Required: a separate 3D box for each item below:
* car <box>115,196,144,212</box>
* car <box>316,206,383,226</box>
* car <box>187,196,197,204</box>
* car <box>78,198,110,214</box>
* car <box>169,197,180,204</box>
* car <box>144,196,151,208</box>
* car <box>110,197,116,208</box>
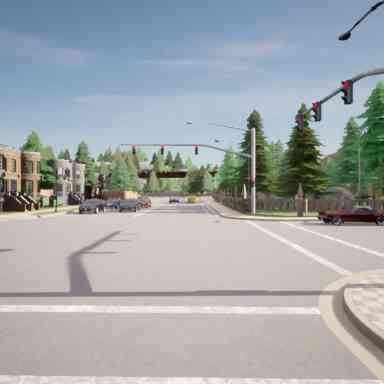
[{"bbox_3d":[-7.085,1.505,38.277,1.837,1.490,4.892,0,0,0],"label":"car"},{"bbox_3d":[11.176,1.601,22.934,4.718,1.301,1.895,0,0,2],"label":"car"},{"bbox_3d":[0.063,1.477,64.966,1.882,1.535,5.008,0,0,0],"label":"car"},{"bbox_3d":[-10.595,1.505,35.564,1.837,1.490,4.892,0,0,0],"label":"car"},{"bbox_3d":[-3.437,1.601,65.254,1.895,1.301,4.718,0,0,0],"label":"car"},{"bbox_3d":[-7.082,1.352,47.478,2.097,1.767,4.553,0,0,0],"label":"car"},{"bbox_3d":[-10.597,1.491,44.980,2.128,1.511,4.902,0,0,0],"label":"car"}]
